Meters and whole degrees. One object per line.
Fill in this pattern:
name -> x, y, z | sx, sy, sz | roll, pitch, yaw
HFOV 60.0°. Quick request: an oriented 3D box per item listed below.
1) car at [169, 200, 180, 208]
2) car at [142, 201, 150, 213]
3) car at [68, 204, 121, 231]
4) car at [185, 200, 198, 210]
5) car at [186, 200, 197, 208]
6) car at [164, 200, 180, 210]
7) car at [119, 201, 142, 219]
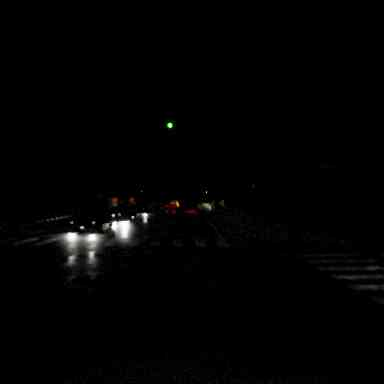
car -> -3.351, 2.227, 63.299 | 1.882, 1.535, 5.008 | 0, -1, 0
car -> -6.655, 1.982, 43.932 | 1.837, 1.490, 4.892 | 0, -1, 0
car -> -6.615, 1.780, 22.640 | 2.033, 1.411, 5.357 | 0, -1, 0
car -> -0.080, 2.136, 52.885 | 1.837, 1.490, 4.892 | 0, -1, 0
car -> -0.102, 2.249, 63.305 | 1.882, 1.535, 5.008 | 0, -1, 0
car -> -3.332, 2.216, 53.325 | 1.895, 1.301, 4.718 | 0, -1, 0
car -> -6.639, 1.840, 32.887 | 2.128, 1.511, 4.902 | 0, -1, 0
